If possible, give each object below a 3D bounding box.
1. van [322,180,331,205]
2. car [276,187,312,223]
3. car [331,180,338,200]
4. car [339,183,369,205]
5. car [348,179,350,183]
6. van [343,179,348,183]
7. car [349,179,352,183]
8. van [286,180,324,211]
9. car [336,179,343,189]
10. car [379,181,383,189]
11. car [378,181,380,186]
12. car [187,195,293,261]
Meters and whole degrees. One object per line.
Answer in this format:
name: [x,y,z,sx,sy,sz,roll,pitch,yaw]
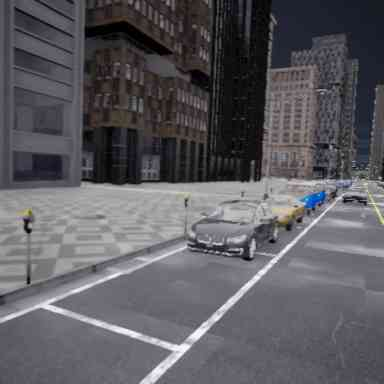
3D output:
van: [9.082,0.096,24.877,1.690,1.788,3.998,4,4,27]
car: [3.893,0.711,14.686,1.752,1.417,4.829,4,4,27]
car: [11.631,-0.018,29.909,1.967,1.590,4.097,4,4,27]
car: [14.422,0.256,29.328,2.033,1.411,5.357,5,4,27]
car: [26.941,-1.191,60.072,1.887,1.381,4.507,4,4,27]
van: [24.398,-1.181,55.033,1.690,1.788,3.998,4,4,27]
car: [32.045,-1.596,70.124,1.947,1.339,4.313,4,4,27]
van: [6.530,0.308,19.852,1.690,1.788,3.998,4,4,27]
car: [14.189,-0.355,34.928,2.192,1.841,5.009,4,4,27]
car: [44.745,-1.439,76.346,2.008,1.369,4.403,4,4,27]
car: [47.297,-1.640,81.372,1.947,1.339,4.313,4,4,27]
car: [1.416,0.942,9.814,2.008,1.369,4.403,4,4,27]
